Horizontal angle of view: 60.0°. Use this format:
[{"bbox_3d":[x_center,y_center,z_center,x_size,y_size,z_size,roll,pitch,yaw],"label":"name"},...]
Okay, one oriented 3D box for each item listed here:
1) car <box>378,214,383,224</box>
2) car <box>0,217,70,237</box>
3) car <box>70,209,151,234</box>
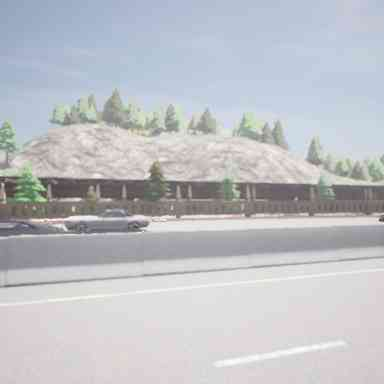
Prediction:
[{"bbox_3d":[14.498,1.622,21.505,4.892,1.490,1.837,0,-1,-13],"label":"car"},{"bbox_3d":[-6.536,1.596,11.376,4.181,1.385,1.994,0,0,-18],"label":"car"},{"bbox_3d":[-4.859,1.667,19.328,4.718,1.301,1.895,0,0,-18],"label":"car"}]
